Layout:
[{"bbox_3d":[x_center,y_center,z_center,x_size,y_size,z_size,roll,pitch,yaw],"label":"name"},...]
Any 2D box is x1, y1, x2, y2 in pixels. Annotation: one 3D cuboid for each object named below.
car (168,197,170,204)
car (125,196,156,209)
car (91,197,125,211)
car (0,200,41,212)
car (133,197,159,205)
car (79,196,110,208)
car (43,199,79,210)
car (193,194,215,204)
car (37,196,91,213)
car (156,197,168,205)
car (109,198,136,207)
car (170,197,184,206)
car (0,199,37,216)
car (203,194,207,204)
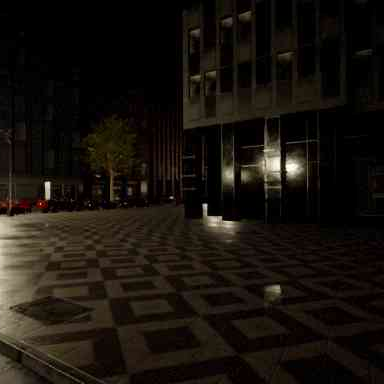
[{"bbox_3d":[-4.745,1.576,63.238,1.947,1.339,4.313,-1,0,35],"label":"car"},{"bbox_3d":[-7.370,1.510,44.471,1.947,1.339,4.313,-1,0,35],"label":"car"},{"bbox_3d":[-10.579,1.526,39.836,1.947,1.339,4.313,-1,0,35],"label":"car"},{"bbox_3d":[-20.795,1.644,40.055,1.947,1.339,4.313,-1,0,35],"label":"car"},{"bbox_3d":[-8.052,1.546,58.461,1.752,1.417,4.829,-1,0,35],"label":"car"},{"bbox_3d":[-14.377,1.486,49.328,1.967,1.590,4.097,-1,0,35],"label":"car"},{"bbox_3d":[-17.585,1.643,44.691,1.802,1.307,4.206,-1,0,35],"label":"car"},{"bbox_3d":[2.339,1.285,63.028,2.097,1.767,4.553,-1,0,35],"label":"car"},{"bbox_3d":[-13.790,1.292,35.201,2.192,1.841,5.009,-1,0,35],"label":"car"},{"bbox_3d":[-6.770,1.498,55.395,1.837,1.490,4.892,-1,-1,35],"label":"car"},{"bbox_3d":[-11.165,1.615,53.965,1.802,1.307,4.206,-1,0,35],"label":"car"},{"bbox_3d":[-0.951,1.464,53.744,1.887,1.381,4.507,-1,0,35],"label":"car"},{"bbox_3d":[-16.998,1.577,30.563,1.802,1.307,4.206,-1,0,35],"label":"car"},{"bbox_3d":[2.258,1.224,58.381,2.192,1.841,5.009,-1,0,35],"label":"car"}]
